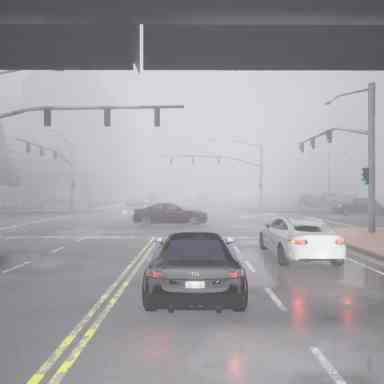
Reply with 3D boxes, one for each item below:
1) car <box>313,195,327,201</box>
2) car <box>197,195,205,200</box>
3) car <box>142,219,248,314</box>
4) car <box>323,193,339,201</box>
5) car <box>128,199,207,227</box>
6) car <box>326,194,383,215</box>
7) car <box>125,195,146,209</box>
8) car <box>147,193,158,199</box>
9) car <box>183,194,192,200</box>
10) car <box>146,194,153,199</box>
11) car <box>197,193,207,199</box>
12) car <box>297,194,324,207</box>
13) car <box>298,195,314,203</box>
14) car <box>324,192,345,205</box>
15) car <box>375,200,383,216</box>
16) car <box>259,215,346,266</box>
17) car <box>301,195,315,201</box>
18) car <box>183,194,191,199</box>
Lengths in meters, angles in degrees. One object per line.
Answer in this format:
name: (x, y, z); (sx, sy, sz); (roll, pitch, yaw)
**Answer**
car: (30.802, 1.364, 79.966); (1.784, 1.438, 3.905); (0, 0, 0)
car: (2.334, 1.378, 86.079); (1.994, 1.385, 4.181); (0, 0, 0)
car: (0.066, 1.564, 7.725); (1.994, 1.385, 4.181); (0, 0, 0)
car: (33.485, 1.153, 80.025); (1.932, 1.855, 4.605); (0, 0, 0)
car: (-1.485, 1.477, 22.417); (5.008, 1.535, 1.882); (0, 0, -1)
car: (16.350, 1.352, 33.180); (4.553, 1.767, 2.097); (0, 0, 1)
car: (-7.999, 1.478, 46.156); (1.882, 1.535, 5.008); (0, 0, 0)
car: (-8.059, 1.221, 66.089); (2.150, 2.045, 5.566); (0, 0, 0)
car: (-1.166, 1.351, 86.056); (2.128, 1.511, 4.902); (0, 0, 0)
car: (-8.050, 1.526, 55.436); (1.812, 1.442, 4.674); (0, 0, 0)
car: (2.395, 1.223, 77.011); (2.150, 2.045, 5.566); (0, 0, 0)
car: (16.640, 1.153, 47.408); (1.932, 1.855, 4.605); (0, 0, 0)
car: (22.186, 1.395, 64.838); (1.970, 1.475, 3.806); (0, 0, 0)
car: (19.534, 1.156, 47.363); (1.905, 1.878, 3.866); (0, 0, 0)
car: (19.147, 1.601, 29.649); (4.718, 1.301, 1.895); (0, 0, 1)
car: (3.581, 1.526, 11.385); (1.812, 1.442, 4.674); (0, 0, 0)
car: (27.907, 1.395, 79.958); (1.970, 1.475, 3.806); (0, 0, 0)
car: (-1.105, 1.593, 76.985); (1.895, 1.301, 4.718); (0, 0, 0)
